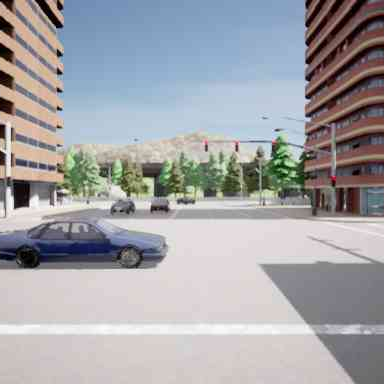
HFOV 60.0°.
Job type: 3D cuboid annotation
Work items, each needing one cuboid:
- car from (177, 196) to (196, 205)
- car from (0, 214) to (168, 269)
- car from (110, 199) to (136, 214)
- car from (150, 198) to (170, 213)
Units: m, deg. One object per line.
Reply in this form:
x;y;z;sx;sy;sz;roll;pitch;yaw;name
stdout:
-1.096;1.480;58.952;2.128;1.511;4.902;0;0;-27;car
-3.459;1.548;10.544;5.357;1.411;2.033;0;0;0;car
-7.072;1.493;34.382;2.128;1.511;4.902;0;0;0;car
-3.552;1.479;37.705;1.882;1.535;5.008;0;0;0;car
